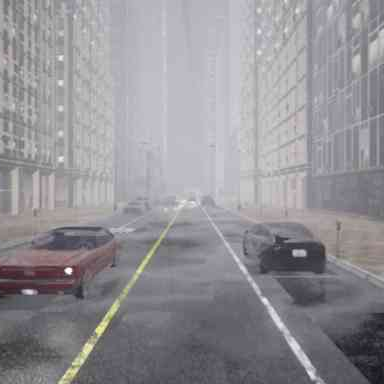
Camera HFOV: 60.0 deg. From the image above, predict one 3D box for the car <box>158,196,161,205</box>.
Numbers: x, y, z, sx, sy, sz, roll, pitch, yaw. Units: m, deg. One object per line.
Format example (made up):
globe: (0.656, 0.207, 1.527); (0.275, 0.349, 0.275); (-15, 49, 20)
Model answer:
car: (-5.698, 1.416, 55.976); (1.967, 1.590, 4.097); (0, 0, 0)

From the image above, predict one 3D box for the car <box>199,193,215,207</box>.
car: (2.383, 1.337, 50.477); (2.097, 1.767, 4.553); (0, 0, 0)

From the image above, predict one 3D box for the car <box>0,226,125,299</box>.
car: (-3.101, 1.602, 8.551); (1.895, 1.301, 4.718); (0, 0, 0)

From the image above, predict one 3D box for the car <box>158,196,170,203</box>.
car: (-5.698, 1.512, 67.373); (2.008, 1.369, 4.403); (0, 0, 0)

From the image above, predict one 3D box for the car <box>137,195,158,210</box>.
car: (-5.697, 1.308, 38.881); (2.192, 1.841, 5.009); (0, 0, 0)

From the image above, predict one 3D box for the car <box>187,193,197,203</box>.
car: (-0.005, 1.415, 68.535); (2.128, 1.511, 4.902); (0, 0, 0)

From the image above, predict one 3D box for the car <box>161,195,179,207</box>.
car: (-3.081, 1.335, 50.282); (2.097, 1.767, 4.553); (0, 0, 0)

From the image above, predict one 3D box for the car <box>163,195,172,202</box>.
car: (-5.699, 1.468, 78.600); (1.752, 1.417, 4.829); (0, 0, 0)

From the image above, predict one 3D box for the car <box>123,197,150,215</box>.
car: (-5.696, 1.541, 33.183); (1.887, 1.381, 4.507); (0, 0, 0)

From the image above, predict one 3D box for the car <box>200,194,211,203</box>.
car: (2.682, 1.276, 67.371); (2.192, 1.841, 5.009); (0, 0, 0)

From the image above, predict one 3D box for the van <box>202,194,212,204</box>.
van: (2.682, 1.310, 61.672); (1.690, 1.788, 3.998); (0, 0, 0)

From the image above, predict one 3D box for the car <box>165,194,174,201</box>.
car: (-5.700, 1.371, 84.470); (1.967, 1.590, 4.097); (0, 0, 0)

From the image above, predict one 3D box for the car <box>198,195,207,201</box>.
car: (2.682, 1.482, 84.469); (2.008, 1.369, 4.403); (0, 0, 0)

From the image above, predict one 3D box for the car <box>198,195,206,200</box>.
car: (2.681, 1.500, 90.167); (1.802, 1.307, 4.206); (0, 0, 0)

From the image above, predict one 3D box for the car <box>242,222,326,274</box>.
car: (2.686, 1.567, 10.387); (1.947, 1.339, 4.313); (0, 0, 0)
